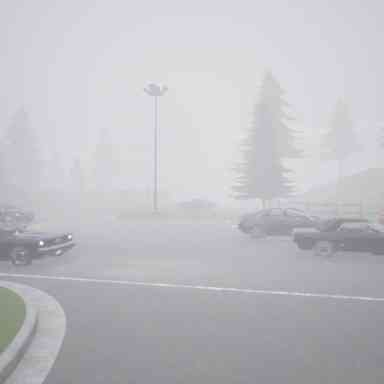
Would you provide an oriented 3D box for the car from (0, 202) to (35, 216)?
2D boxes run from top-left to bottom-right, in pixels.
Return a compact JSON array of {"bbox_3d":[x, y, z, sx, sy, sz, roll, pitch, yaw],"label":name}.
[{"bbox_3d":[-13.502,1.507,23.510,4.892,1.490,1.837,-1,0,13],"label":"car"}]

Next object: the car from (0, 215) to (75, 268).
[{"bbox_3d":[-6.387,1.601,11.061,4.718,1.301,1.895,0,0,13],"label":"car"}]

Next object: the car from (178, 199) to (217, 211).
[{"bbox_3d":[0.768,1.542,41.649,5.357,1.411,2.033,0,0,-42],"label":"car"}]

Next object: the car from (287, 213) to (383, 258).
[{"bbox_3d":[5.976,1.598,11.758,4.718,1.301,1.895,0,0,13],"label":"car"}]

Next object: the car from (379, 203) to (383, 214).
[{"bbox_3d":[12.862,1.215,17.333,5.566,2.045,2.150,0,0,13],"label":"car"}]

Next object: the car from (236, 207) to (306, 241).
[{"bbox_3d":[4.572,1.488,15.683,4.902,1.511,2.128,0,0,13],"label":"car"}]
